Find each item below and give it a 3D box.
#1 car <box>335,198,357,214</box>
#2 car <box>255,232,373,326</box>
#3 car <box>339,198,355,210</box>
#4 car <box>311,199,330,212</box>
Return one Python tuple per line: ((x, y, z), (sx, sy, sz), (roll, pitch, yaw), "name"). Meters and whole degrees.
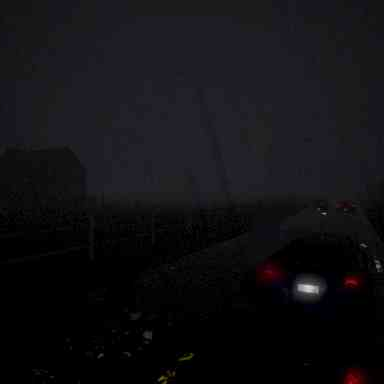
((16.192, 1.537, 34.966), (1.812, 1.442, 4.674), (0, 0, 26), "car")
((2.793, 1.567, 7.305), (1.994, 1.385, 4.181), (0, 0, 26), "car")
((20.635, 1.533, 44.296), (1.812, 1.442, 4.674), (0, 0, 26), "car")
((15.609, 1.559, 40.206), (2.033, 1.411, 5.357), (0, 0, 26), "car")
